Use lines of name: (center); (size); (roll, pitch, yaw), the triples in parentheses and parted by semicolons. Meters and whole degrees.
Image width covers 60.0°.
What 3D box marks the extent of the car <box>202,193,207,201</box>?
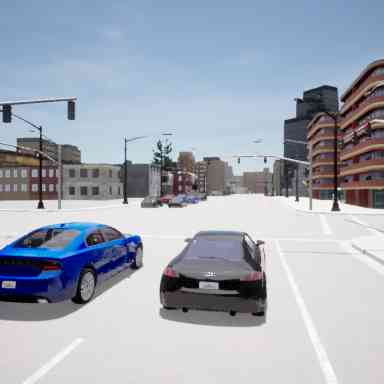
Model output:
car: (1.867, 1.052, 66.114); (1.837, 1.490, 4.892); (0, 1, 12)

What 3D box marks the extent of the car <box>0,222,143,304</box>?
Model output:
car: (-2.748, 1.478, 8.283); (1.882, 1.535, 5.008); (0, 0, 11)

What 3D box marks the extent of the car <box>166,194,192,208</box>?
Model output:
car: (-1.925, 1.409, 46.886); (2.033, 1.411, 5.357); (0, 1, 11)

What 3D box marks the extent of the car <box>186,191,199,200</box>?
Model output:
car: (0.048, 0.752, 74.930); (2.097, 1.767, 4.553); (0, 1, 11)

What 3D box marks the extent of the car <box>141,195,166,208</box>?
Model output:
car: (-5.561, 1.230, 46.508); (2.097, 1.767, 4.553); (0, 1, 11)

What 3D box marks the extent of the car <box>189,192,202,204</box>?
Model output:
car: (-0.091, 1.249, 56.291); (1.812, 1.442, 4.674); (0, 1, 11)

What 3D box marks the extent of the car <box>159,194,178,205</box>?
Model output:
car: (-3.800, 1.226, 55.474); (1.882, 1.535, 5.008); (0, 1, 11)

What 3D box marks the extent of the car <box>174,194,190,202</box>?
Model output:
car: (-1.895, 1.125, 65.126); (2.033, 1.411, 5.357); (0, 1, 11)

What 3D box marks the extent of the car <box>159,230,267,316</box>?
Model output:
car: (0.689, 1.564, 7.637); (1.994, 1.385, 4.181); (0, 0, 12)
